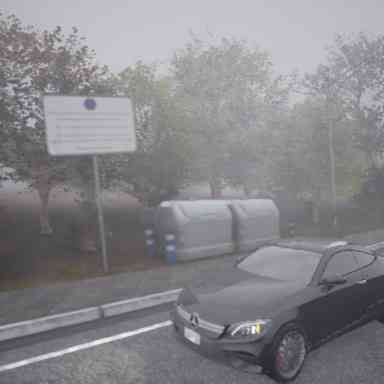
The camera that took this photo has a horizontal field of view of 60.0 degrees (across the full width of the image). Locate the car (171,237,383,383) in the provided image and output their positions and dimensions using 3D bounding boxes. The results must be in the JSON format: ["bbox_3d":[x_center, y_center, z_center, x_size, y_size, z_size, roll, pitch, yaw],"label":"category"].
[{"bbox_3d":[1.847,1.540,5.574,4.674,1.442,1.812,0,0,-38],"label":"car"}]
